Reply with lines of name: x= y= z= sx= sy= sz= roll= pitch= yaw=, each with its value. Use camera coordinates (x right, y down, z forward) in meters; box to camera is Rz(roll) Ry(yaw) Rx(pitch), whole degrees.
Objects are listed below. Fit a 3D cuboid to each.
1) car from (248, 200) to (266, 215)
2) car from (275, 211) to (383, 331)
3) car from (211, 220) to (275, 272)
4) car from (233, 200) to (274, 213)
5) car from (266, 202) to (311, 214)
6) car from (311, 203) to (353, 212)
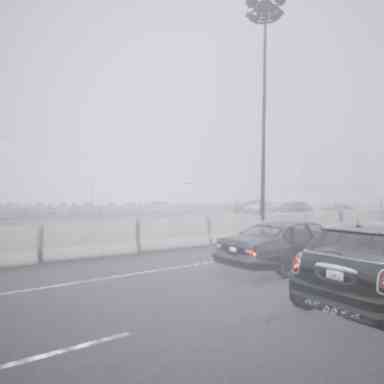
car: x=7.585 y=1.678 z=35.189 sx=4.674 sy=1.442 sz=1.812 roll=1 pitch=-1 yaw=-35
car: x=4.048 y=1.375 z=6.633 sx=4.553 sy=1.767 sz=2.097 roll=0 pitch=0 yaw=-35
car: x=3.124 y=1.575 z=10.271 sx=5.357 sy=1.411 sz=2.033 roll=0 pitch=0 yaw=-35
car: x=7.286 y=1.685 z=39.272 sx=4.892 sy=1.490 sz=1.837 roll=1 pitch=-1 yaw=-35
car: x=9.901 y=1.660 z=32.542 sx=4.892 sy=1.490 sz=1.837 roll=1 pitch=-1 yaw=-35
car: x=13.411 y=1.744 z=30.744 sx=4.181 sy=1.385 sz=1.994 roll=1 pitch=-1 yaw=-35
